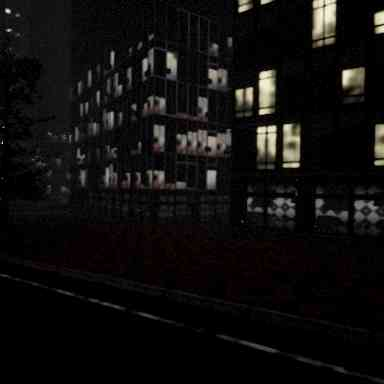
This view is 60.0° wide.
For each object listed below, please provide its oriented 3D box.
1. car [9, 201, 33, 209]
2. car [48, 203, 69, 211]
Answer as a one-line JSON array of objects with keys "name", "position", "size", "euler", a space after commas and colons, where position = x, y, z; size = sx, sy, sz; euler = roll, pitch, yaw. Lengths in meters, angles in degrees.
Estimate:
[{"name": "car", "position": [-31.177, 2.321, 59.950], "size": [4.403, 1.369, 2.008], "euler": [0, 1, -34]}, {"name": "car", "position": [-22.049, 2.469, 56.648], "size": [4.507, 1.381, 1.887], "euler": [0, 1, -34]}]
